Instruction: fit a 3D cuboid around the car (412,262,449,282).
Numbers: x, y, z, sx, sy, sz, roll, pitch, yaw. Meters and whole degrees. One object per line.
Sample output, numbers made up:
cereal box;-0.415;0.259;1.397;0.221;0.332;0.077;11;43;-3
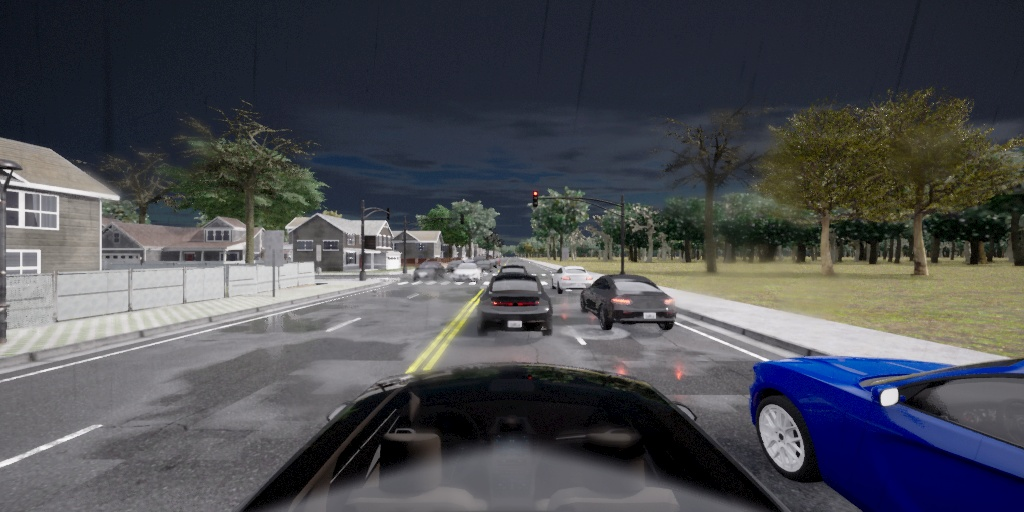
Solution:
car;-6.583;1.241;28.879;2.128;1.511;4.902;0;0;0

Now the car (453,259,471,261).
car;-6.635;1.246;43.889;1.837;1.490;4.892;0;0;2

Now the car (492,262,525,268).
car;0.069;1.254;19.742;1.837;1.490;4.892;0;0;0

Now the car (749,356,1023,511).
car;3.350;1.228;1.649;1.882;1.535;5.008;0;0;0

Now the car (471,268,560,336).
car;0.088;1.255;10.326;1.837;1.490;4.892;0;0;0

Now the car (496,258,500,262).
car;-3.296;1.207;56.448;1.882;1.535;5.008;0;0;0

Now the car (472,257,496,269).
car;-3.320;1.247;42.905;1.837;1.490;4.892;0;0;0

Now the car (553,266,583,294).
car;3.322;1.275;20.069;1.812;1.442;4.674;0;0;0

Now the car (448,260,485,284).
car;-3.335;1.274;27.248;1.812;1.442;4.674;0;0;0

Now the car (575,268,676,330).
car;3.339;1.275;10.964;1.812;1.442;4.674;0;0;0
